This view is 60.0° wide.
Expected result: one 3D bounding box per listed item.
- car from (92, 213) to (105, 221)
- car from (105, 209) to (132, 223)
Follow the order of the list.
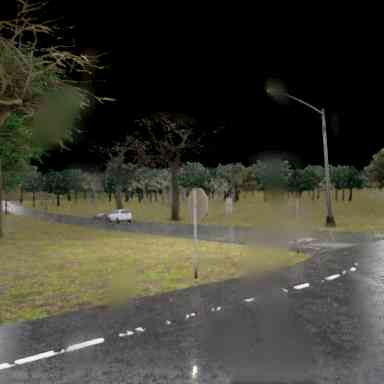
[{"bbox_3d":[-16.898,4.546,60.926,1.812,1.442,4.674,-1,-1,-35],"label":"car"},{"bbox_3d":[-11.522,3.847,53.145,2.150,2.045,5.566,-1,-2,-34],"label":"car"}]
